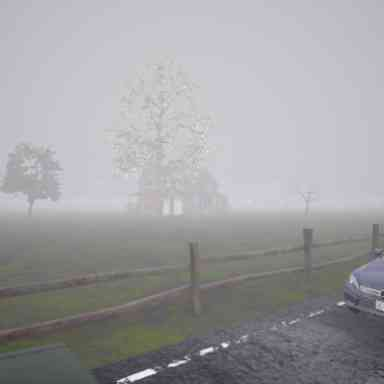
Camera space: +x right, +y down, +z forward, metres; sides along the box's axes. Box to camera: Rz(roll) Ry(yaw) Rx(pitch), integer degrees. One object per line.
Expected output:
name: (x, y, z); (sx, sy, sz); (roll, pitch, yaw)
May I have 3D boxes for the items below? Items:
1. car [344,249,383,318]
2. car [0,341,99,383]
car: (4.998, 1.633, 6.815); (4.674, 1.442, 1.812); (1, -1, -37)
car: (-2.549, 1.606, 1.146); (4.718, 1.301, 1.895); (1, -1, -37)
